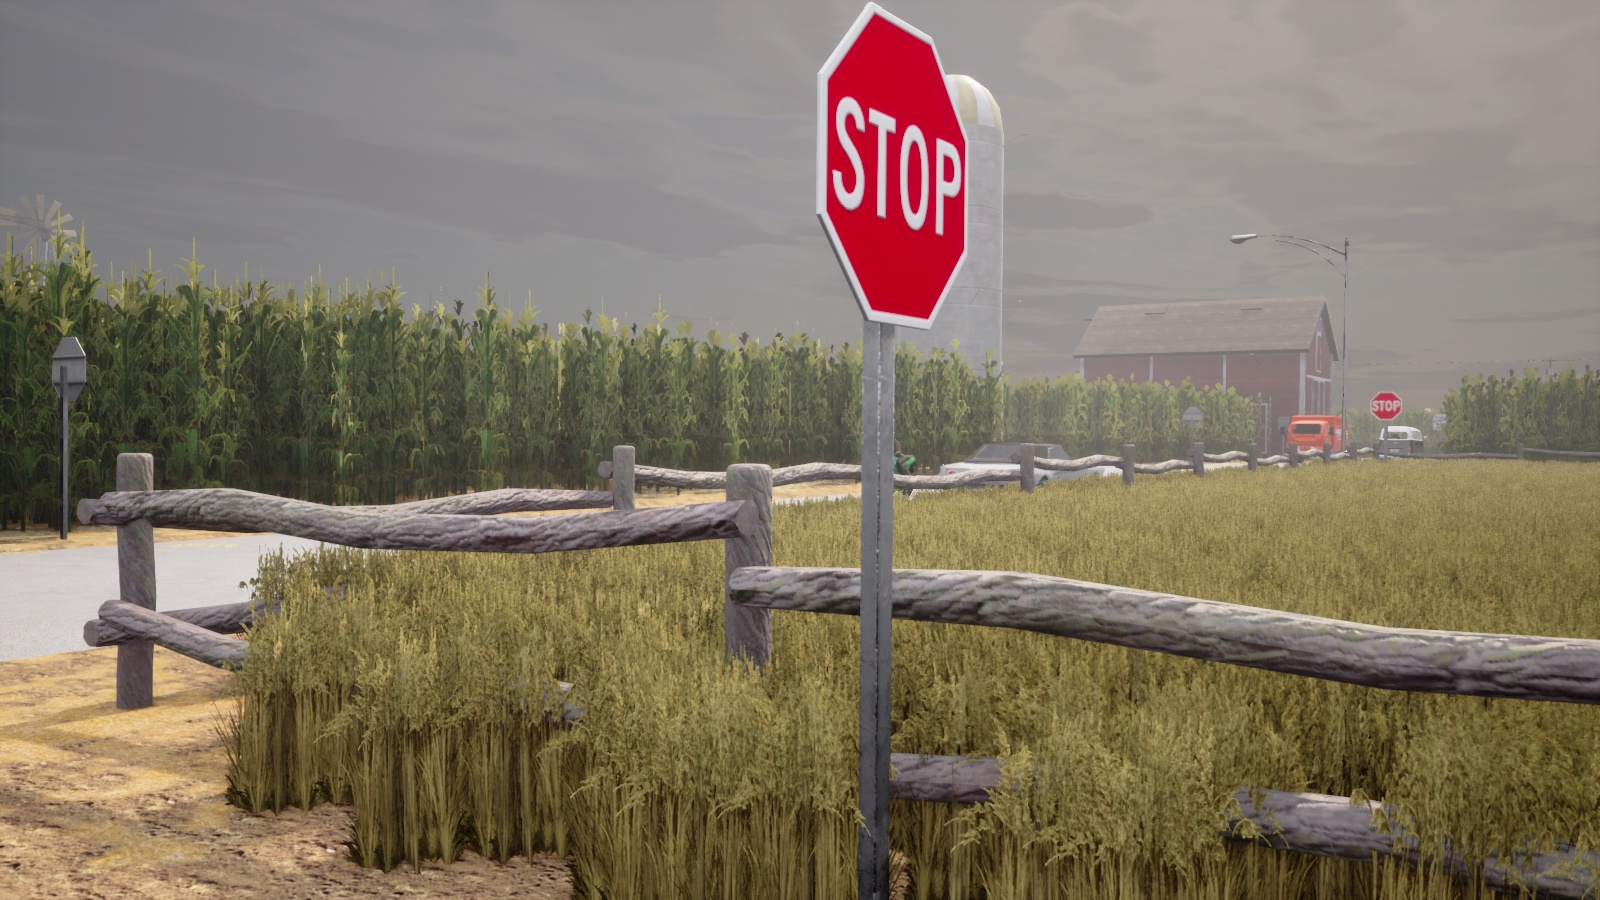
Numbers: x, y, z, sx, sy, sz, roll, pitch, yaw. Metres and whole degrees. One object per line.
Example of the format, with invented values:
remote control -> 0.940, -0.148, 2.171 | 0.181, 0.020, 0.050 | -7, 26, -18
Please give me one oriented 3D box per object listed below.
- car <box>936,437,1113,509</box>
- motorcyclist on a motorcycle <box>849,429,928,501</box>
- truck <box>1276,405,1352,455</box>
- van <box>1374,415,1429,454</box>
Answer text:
car -> 4.797, 0.413, 26.248 | 1.895, 1.301, 4.718 | 0, 1, 34
motorcyclist on a motorcycle -> 1.965, 0.304, 27.589 | 0.797, 1.523, 2.044 | 0, 1, 34
truck -> 26.309, -0.989, 64.130 | 2.627, 2.467, 5.204 | 0, 0, 34
van -> 32.500, -0.816, 67.832 | 2.069, 2.038, 4.480 | 0, 0, 34
